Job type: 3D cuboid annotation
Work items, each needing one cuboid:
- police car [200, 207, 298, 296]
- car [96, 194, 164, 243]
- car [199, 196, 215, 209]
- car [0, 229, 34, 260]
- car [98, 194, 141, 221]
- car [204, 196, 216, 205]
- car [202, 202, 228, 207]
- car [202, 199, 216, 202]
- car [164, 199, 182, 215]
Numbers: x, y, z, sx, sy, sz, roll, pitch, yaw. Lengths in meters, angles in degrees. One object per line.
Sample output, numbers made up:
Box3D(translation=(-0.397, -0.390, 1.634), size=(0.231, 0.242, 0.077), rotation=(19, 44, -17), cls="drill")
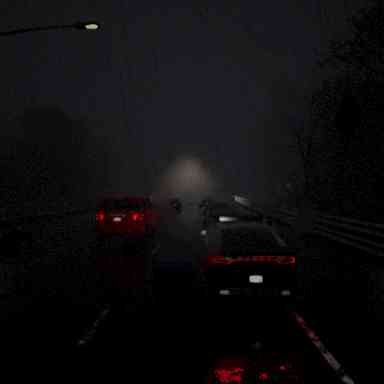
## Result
Box3D(translation=(1.264, 1.414, 8.777), size=(1.930, 1.638, 5.238), rotation=(0, 0, 2), cls="police car")
Box3D(translation=(-2.933, 1.202, 16.200), size=(2.150, 2.045, 5.566), rotation=(0, 0, 2), cls="car")
Box3D(translation=(2.067, 1.530, 45.254), size=(1.994, 1.385, 4.181), rotation=(0, 0, 5), cls="car")
Box3D(translation=(-6.644, 1.587, 9.788), size=(1.895, 1.301, 4.718), rotation=(0, 0, 2), cls="car")
Box3D(translation=(-5.921, 1.192, 27.883), size=(2.150, 2.045, 5.566), rotation=(0, 0, 3), cls="car")
Box3D(translation=(3.358, 1.514, 60.825), size=(2.033, 1.411, 5.357), rotation=(0, 0, 5), cls="car")
Box3D(translation=(1.592, 1.505, 18.537), size=(1.812, 1.442, 4.674), rotation=(0, 0, 2), cls="car")
Box3D(translation=(1.852, 1.480, 24.456), size=(1.837, 1.490, 4.892), rotation=(0, 0, 3), cls="car")
Box3D(translation=(-2.066, 1.458, 34.052), size=(2.128, 1.511, 4.902), rotation=(0, 0, 3), cls="car")
